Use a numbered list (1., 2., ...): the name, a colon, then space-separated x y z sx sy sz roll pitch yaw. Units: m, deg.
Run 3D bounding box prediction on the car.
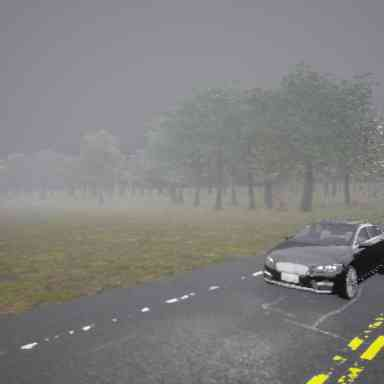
1. car: 3.723 1.515 8.660 2.128 1.511 4.902 0 0 44
